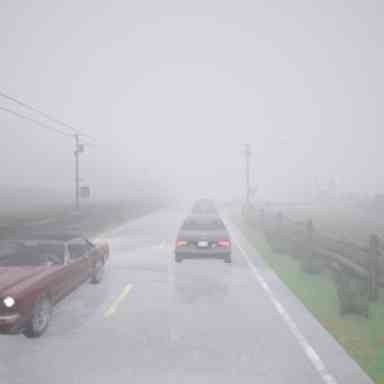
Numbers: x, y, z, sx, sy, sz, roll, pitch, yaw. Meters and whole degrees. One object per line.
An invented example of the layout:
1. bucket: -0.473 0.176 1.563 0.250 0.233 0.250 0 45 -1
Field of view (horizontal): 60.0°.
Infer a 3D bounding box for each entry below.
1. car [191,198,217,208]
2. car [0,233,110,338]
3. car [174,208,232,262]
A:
1. car: 1.040 1.268 27.815 2.097 1.767 4.553 0 0 2
2. car: -3.171 1.577 6.706 1.895 1.301 4.718 0 0 1
3. car: 0.399 1.511 11.964 2.033 1.411 5.357 0 0 2
